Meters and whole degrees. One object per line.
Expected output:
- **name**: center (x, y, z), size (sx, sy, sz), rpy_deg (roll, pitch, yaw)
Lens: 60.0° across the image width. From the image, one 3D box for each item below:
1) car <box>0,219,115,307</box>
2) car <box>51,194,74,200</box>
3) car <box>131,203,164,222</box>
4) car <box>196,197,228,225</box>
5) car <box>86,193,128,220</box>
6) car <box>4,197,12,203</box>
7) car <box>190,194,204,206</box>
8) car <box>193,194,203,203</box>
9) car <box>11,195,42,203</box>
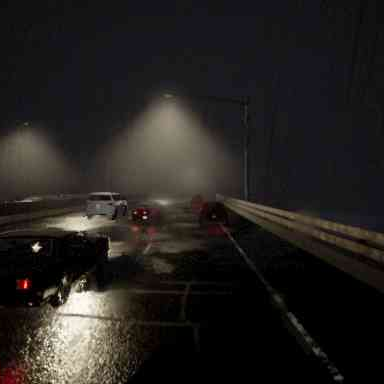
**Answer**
- **car**: center (-3.370, 1.551, 7.785), size (1.895, 1.301, 4.718), rpy_deg (0, 0, 0)
- **car**: center (-16.979, 1.105, 43.868), size (2.097, 1.767, 4.553), rpy_deg (0, 0, 2)
- **car**: center (-3.192, 1.451, 25.041), size (1.895, 1.301, 4.718), rpy_deg (0, 0, 1)
- **car**: center (1.394, 1.341, 22.851), size (1.882, 1.535, 5.008), rpy_deg (0, 0, 1)
- **car**: center (-6.671, 1.065, 26.479), size (2.150, 2.045, 5.566), rpy_deg (0, 1, 1)
- **car**: center (-23.924, 1.247, 45.954), size (1.837, 1.490, 4.892), rpy_deg (0, 0, 2)
- **car**: center (0.747, 1.210, 47.358), size (1.882, 1.535, 5.008), rpy_deg (0, 1, 2)
- **car**: center (1.148, 1.143, 61.866), size (1.882, 1.535, 5.008), rpy_deg (0, 0, 2)
- **car**: center (-20.521, 1.360, 42.527), size (1.895, 1.301, 4.718), rpy_deg (0, 0, 2)
